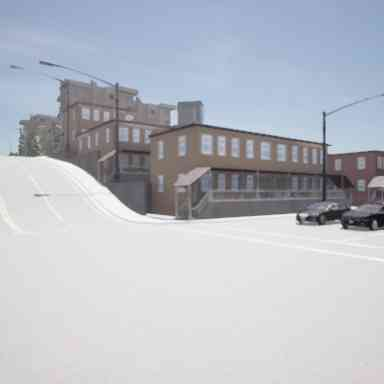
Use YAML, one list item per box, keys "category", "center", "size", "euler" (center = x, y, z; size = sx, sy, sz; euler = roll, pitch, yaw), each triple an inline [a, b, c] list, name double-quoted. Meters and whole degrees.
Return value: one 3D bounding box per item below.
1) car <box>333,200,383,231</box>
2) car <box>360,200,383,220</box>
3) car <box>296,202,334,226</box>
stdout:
- category: "car"
  center: [11.287, 1.462, 20.642]
  size: [5.008, 1.535, 1.882]
  euler: [0, 0, -33]
- category: "car"
  center: [17.029, 1.470, 29.040]
  size: [4.902, 1.511, 2.128]
  euler: [0, 0, -35]
- category: "car"
  center: [9.406, 1.474, 23.600]
  size: [4.902, 1.511, 2.128]
  euler: [0, 0, -35]
